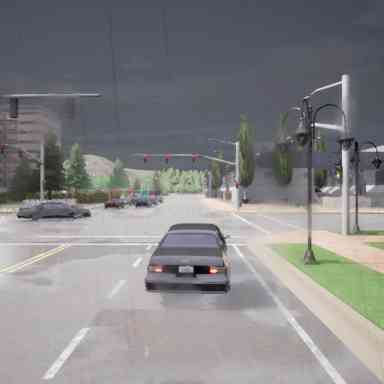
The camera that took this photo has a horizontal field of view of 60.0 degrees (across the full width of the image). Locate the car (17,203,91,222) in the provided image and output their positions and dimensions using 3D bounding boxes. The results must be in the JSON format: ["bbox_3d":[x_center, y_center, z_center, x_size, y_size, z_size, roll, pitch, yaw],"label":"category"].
[{"bbox_3d":[-10.879,1.548,26.449,5.357,1.411,2.033,0,0,-23],"label":"car"}]

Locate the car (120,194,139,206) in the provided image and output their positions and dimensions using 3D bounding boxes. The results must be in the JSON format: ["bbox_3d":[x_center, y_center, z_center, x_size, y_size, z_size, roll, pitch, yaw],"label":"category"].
[{"bbox_3d":[-10.565,1.491,54.798,2.128,1.511,4.902,0,0,0],"label":"car"}]

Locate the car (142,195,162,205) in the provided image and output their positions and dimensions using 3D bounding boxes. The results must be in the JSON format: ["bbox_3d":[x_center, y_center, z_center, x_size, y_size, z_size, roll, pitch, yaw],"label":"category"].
[{"bbox_3d":[-7.051,1.547,58.442,2.033,1.411,5.357,0,0,0],"label":"car"}]

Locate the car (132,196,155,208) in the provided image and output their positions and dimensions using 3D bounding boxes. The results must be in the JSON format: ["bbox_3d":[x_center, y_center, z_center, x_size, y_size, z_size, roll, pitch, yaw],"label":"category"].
[{"bbox_3d":[-7.064,1.601,48.797,1.895,1.301,4.718,0,0,0],"label":"car"}]

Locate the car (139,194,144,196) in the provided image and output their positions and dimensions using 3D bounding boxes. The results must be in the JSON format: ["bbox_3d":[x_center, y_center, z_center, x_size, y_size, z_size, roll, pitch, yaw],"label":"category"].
[{"bbox_3d":[-10.508,1.547,65.263,2.033,1.411,5.357,0,0,1],"label":"car"}]

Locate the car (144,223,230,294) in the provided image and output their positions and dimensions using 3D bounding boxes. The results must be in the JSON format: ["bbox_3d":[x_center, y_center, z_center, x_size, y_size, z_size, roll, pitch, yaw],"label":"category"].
[{"bbox_3d":[0.059,1.547,8.951,2.033,1.411,5.357,0,0,4],"label":"car"}]

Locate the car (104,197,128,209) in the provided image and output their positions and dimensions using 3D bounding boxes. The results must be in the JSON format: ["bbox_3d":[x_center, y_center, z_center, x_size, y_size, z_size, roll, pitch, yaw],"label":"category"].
[{"bbox_3d":[-10.572,1.601,45.531,1.895,1.301,4.718,0,0,0],"label":"car"}]
